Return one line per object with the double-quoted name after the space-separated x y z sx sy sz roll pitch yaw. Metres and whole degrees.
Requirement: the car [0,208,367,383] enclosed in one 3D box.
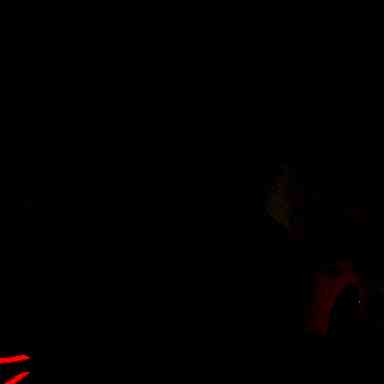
0.113 1.227 4.197 5.566 2.045 2.150 0 0 -41 "car"
